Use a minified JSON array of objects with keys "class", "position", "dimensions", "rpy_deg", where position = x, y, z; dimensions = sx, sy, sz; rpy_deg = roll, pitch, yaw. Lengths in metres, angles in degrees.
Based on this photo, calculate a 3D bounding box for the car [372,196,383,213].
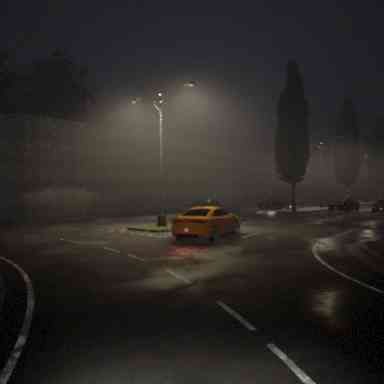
[{"class":"car","position":[18.412,1.260,31.412],"dimensions":[1.812,1.442,4.674],"rpy_deg":[-1,0,42]}]

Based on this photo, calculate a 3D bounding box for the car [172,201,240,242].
[{"class":"car","position":[0.819,1.442,16.390],"dimensions":[1.882,1.535,5.008],"rpy_deg":[-2,0,25]}]

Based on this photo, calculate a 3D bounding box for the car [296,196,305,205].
[{"class":"car","position":[15.555,1.270,50.701],"dimensions":[1.812,1.442,4.674],"rpy_deg":[-1,0,42]}]

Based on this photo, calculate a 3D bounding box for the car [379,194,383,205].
[{"class":"car","position":[28.602,1.067,47.797],"dimensions":[1.882,1.535,5.008],"rpy_deg":[-1,0,42]}]

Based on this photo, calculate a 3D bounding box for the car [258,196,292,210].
[{"class":"car","position":[9.682,1.329,39.190],"dimensions":[1.837,1.490,4.892],"rpy_deg":[-1,0,43]}]

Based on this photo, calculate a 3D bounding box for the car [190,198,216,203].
[{"class":"car","position":[1.035,1.423,34.913],"dimensions":[2.128,1.511,4.902],"rpy_deg":[-1,0,42]}]

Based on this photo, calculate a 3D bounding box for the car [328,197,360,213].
[{"class":"car","position":[15.085,1.263,32.955],"dimensions":[2.128,1.511,4.902],"rpy_deg":[-1,0,42]}]
